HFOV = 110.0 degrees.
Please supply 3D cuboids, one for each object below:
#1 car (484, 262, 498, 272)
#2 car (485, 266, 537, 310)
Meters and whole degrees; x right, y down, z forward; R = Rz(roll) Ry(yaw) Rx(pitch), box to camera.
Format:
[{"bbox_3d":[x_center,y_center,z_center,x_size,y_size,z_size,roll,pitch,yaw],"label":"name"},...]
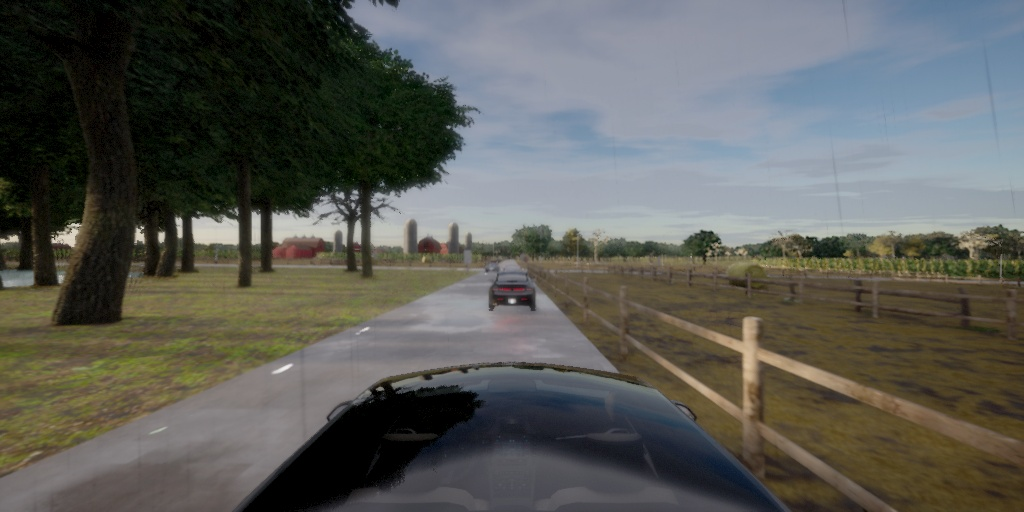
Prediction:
[{"bbox_3d":[-2.758,1.627,50.418,2.128,1.511,4.902,0,-1,0],"label":"car"},{"bbox_3d":[0.023,1.379,15.367,1.837,1.490,4.892,0,0,0],"label":"car"}]
